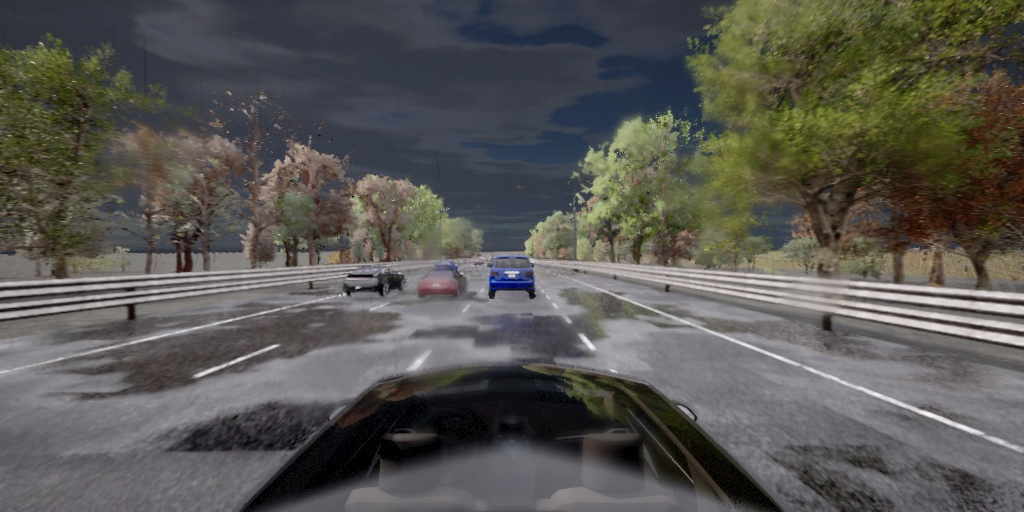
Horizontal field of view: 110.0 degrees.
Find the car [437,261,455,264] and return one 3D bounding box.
[{"bbox_3d":[-7.005,1.245,38.430,1.882,1.535,5.008,0,0,0],"label":"car"}]

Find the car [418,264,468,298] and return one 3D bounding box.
[{"bbox_3d":[-3.502,1.320,18.671,1.994,1.385,4.181,0,0,0],"label":"car"}]

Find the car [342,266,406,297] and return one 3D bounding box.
[{"bbox_3d":[-7.001,1.248,18.743,2.128,1.511,4.902,0,0,0],"label":"car"}]

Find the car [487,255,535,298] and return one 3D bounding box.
[{"bbox_3d":[-0.001,0.979,18.680,2.150,2.045,5.566,0,0,0],"label":"car"}]
